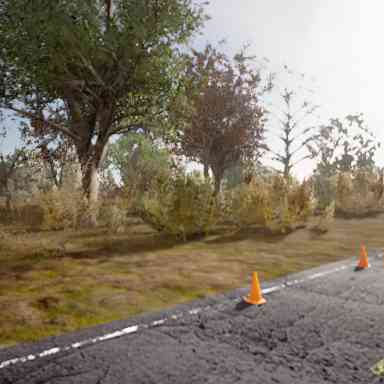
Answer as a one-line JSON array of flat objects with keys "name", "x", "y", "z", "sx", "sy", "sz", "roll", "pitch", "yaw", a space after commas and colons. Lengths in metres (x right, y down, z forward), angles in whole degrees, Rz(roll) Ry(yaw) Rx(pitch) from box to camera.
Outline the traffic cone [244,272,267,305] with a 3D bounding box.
[{"name": "traffic cone", "x": 1.297, "y": 1.932, "z": 6.798, "sx": 0.340, "sy": 0.580, "sz": 0.340, "roll": 0, "pitch": 0, "yaw": -38}]

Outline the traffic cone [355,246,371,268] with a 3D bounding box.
[{"name": "traffic cone", "x": 5.106, "y": 1.910, "z": 9.897, "sx": 0.340, "sy": 0.580, "sz": 0.340, "roll": 0, "pitch": 0, "yaw": -40}]
